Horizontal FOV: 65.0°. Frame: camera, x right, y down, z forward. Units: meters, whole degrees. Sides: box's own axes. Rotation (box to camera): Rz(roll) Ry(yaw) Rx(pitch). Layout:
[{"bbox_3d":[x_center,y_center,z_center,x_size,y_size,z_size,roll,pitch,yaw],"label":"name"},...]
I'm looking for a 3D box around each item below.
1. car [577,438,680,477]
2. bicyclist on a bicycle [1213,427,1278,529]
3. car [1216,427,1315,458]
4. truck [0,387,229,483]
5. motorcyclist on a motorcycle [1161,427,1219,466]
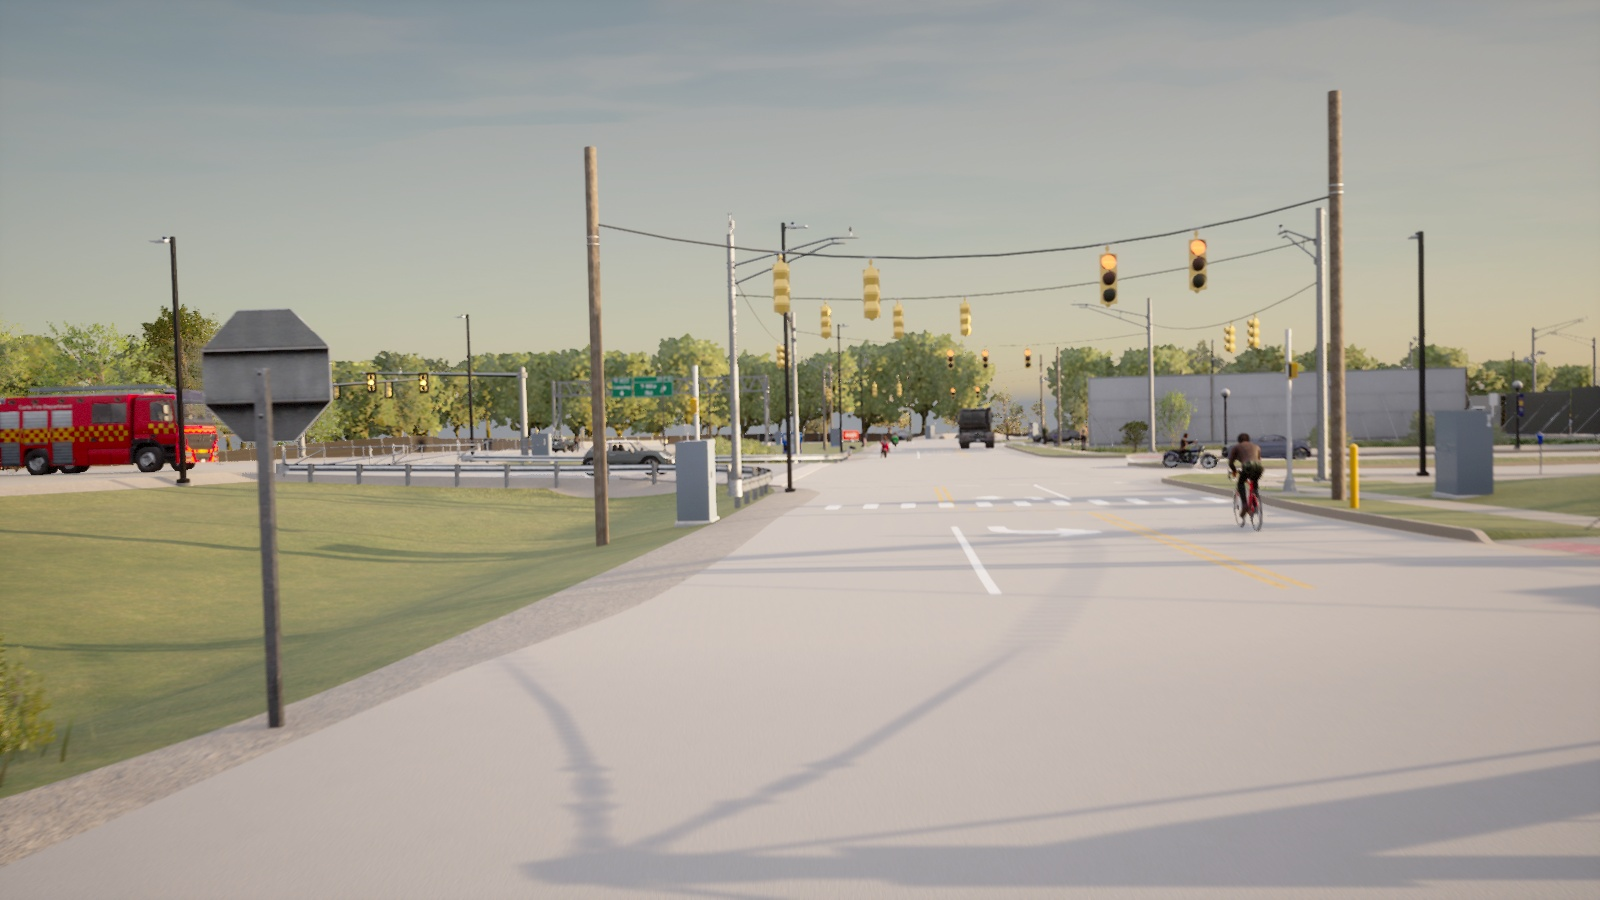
[{"bbox_3d":[-7.151,0.313,52.657,3.806,1.475,1.970,-2,1,10],"label":"car"},{"bbox_3d":[7.457,0.447,21.089,0.582,1.620,1.656,-2,0,5],"label":"bicyclist on a bicycle"},{"bbox_3d":[23.009,-0.387,62.221,4.181,1.385,1.994,-1,1,5],"label":"car"},{"bbox_3d":[-29.794,-0.645,54.744,8.468,3.827,2.891,-2,1,5],"label":"truck"},{"bbox_3d":[17.176,-0.166,55.260,2.350,1.649,0.766,1,1,23],"label":"motorcyclist on a motorcycle"}]
